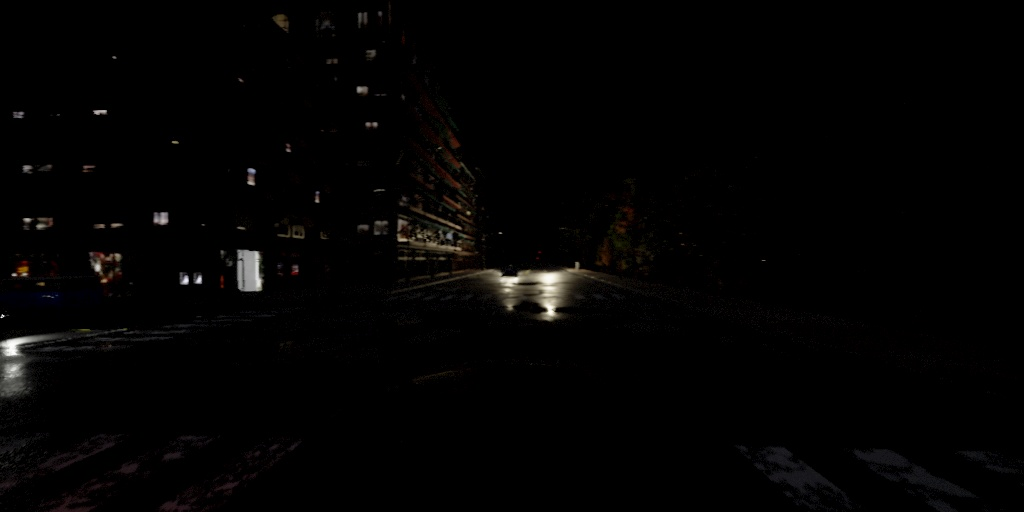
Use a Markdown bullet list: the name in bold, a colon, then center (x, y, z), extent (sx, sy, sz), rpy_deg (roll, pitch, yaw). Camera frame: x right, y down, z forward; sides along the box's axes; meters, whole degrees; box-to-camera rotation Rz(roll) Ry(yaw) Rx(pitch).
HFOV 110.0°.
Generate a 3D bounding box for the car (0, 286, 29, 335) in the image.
- **car**: center (-18.109, 1.850, 10.780), extent (4.892, 1.490, 1.837), rpy_deg (-2, -1, 4)

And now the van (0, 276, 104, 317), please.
- **van**: center (-21.596, 1.841, 16.738), extent (3.998, 1.789, 1.690), rpy_deg (0, 0, 3)

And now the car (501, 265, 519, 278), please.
- **car**: center (-0.222, 1.869, 44.249), extent (1.882, 1.535, 5.008), rpy_deg (-1, 0, 4)
